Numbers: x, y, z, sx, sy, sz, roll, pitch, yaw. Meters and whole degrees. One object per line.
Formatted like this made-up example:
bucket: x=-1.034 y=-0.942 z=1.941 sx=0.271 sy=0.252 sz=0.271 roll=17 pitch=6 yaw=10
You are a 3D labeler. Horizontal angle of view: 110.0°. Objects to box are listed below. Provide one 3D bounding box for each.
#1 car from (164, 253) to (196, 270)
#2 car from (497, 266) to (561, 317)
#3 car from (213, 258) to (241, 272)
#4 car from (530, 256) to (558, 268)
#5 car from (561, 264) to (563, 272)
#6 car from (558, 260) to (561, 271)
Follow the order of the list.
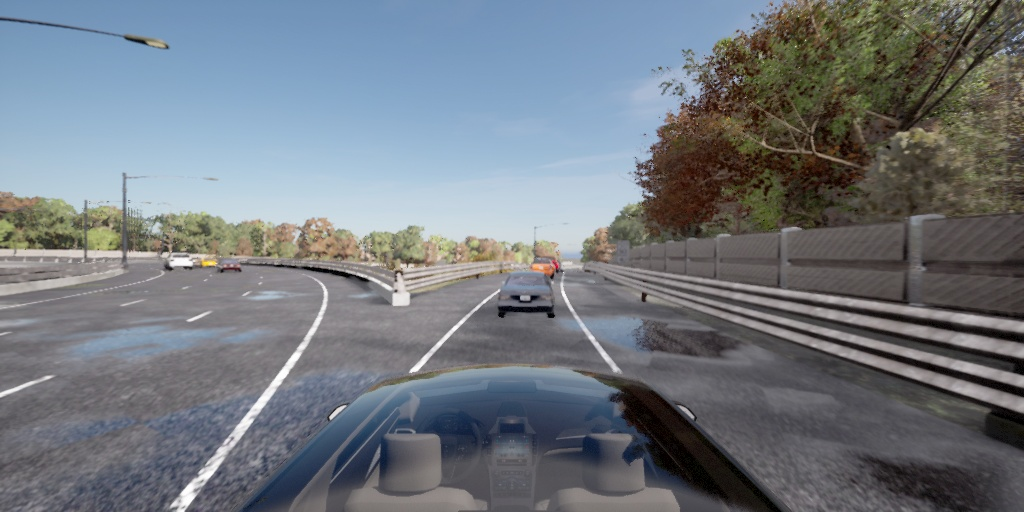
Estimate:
car: x=-41.869 y=0.683 z=44.977 sx=5.566 sy=2.045 sz=2.150 roll=0 pitch=0 yaw=40
car: x=0.557 y=1.250 z=12.899 sx=2.033 sy=1.411 sz=5.357 roll=0 pitch=0 yaw=4
car: x=-31.814 y=1.053 z=40.301 sx=2.033 sy=1.411 sz=5.357 roll=0 pitch=0 yaw=-44
car: x=2.704 y=0.992 z=31.559 sx=2.097 sy=1.767 sz=4.553 roll=0 pitch=0 yaw=9
car: x=6.479 y=1.831 z=55.293 sx=1.895 sy=1.301 sz=4.718 roll=0 pitch=-3 yaw=9
car: x=4.627 y=1.045 z=44.231 sx=2.150 sy=2.045 sz=5.566 roll=0 pitch=-1 yaw=9
